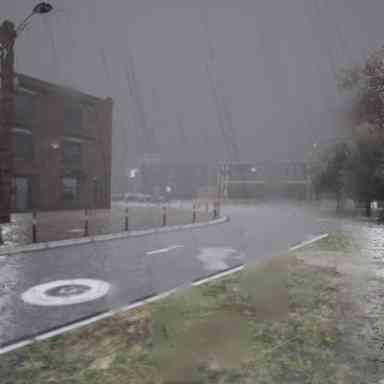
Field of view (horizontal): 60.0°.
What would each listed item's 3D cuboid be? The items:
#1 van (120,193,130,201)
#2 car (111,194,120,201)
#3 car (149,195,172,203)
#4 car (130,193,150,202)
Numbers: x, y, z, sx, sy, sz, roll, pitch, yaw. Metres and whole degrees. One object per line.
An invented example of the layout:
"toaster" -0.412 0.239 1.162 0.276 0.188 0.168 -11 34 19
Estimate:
"van" -12.857 1.140 72.392 1.878 1.987 4.442 1 0 33
"car" -17.320 1.128 75.500 2.185 1.767 4.553 2 0 33
"car" -5.844 1.539 67.882 2.163 1.488 4.792 1 0 33
"car" -10.348 1.296 70.918 2.185 1.767 4.553 1 0 33
